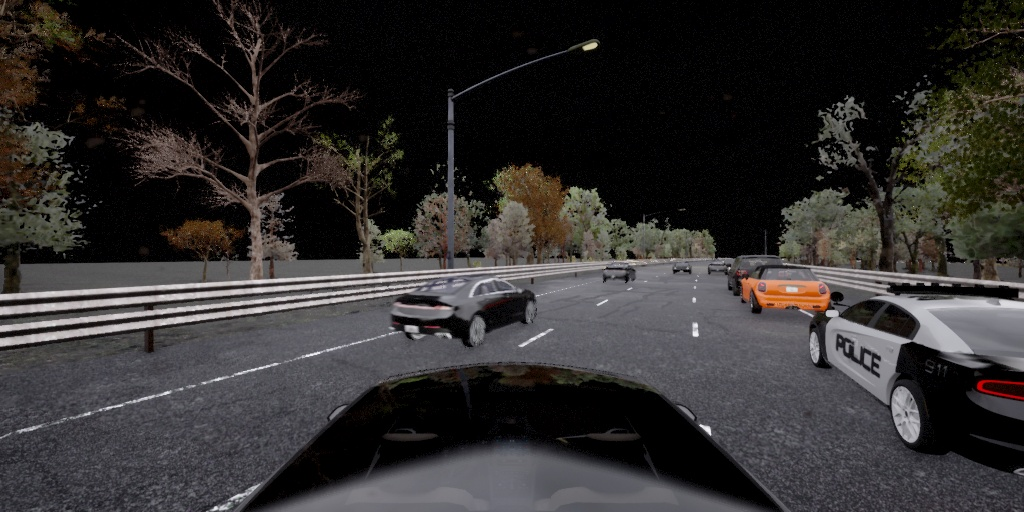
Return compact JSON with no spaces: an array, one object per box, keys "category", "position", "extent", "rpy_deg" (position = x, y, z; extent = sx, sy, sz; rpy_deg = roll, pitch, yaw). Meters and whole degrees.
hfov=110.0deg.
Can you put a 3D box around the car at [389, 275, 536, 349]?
[{"category":"car","position":[-0.937,1.241,9.351],"extent":[2.128,1.511,4.902],"rpy_deg":[0,0,26]}]

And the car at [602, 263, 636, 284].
[{"category":"car","position":[8.274,1.247,27.433],"extent":[2.128,1.511,4.902],"rpy_deg":[0,0,28]}]

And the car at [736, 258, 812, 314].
[{"category":"car","position":[9.961,1.102,13.425],"extent":[2.097,1.767,4.553],"rpy_deg":[0,0,27]}]

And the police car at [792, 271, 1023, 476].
[{"category":"police car","position":[5.618,1.175,4.712],"extent":[1.930,1.638,5.238],"rpy_deg":[0,0,26]}]

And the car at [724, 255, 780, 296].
[{"category":"car","position":[12.686,0.978,18.753],"extent":[2.150,2.045,5.566],"rpy_deg":[0,0,27]}]

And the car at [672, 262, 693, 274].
[{"category":"car","position":[19.425,1.369,40.780],"extent":[1.895,1.301,4.718],"rpy_deg":[0,0,29]}]

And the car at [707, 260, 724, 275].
[{"category":"car","position":[22.535,1.261,39.295],"extent":[2.128,1.511,4.902],"rpy_deg":[0,0,30]}]
